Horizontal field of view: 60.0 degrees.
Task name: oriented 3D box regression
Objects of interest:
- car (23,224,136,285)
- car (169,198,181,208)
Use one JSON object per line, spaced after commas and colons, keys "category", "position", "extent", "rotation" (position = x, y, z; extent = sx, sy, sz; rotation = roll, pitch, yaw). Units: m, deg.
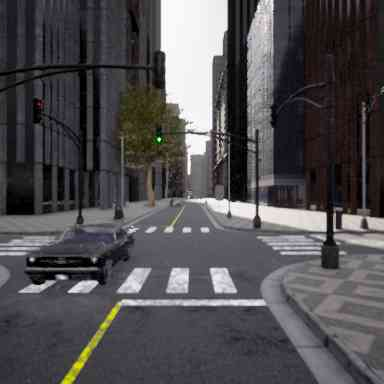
{"category": "car", "position": [-2.974, 1.665, 9.831], "extent": [1.895, 1.301, 4.718], "rotation": [0, 0, 0]}
{"category": "car", "position": [-2.840, 1.853, 56.093], "extent": [2.128, 1.511, 4.902], "rotation": [0, 0, 0]}
